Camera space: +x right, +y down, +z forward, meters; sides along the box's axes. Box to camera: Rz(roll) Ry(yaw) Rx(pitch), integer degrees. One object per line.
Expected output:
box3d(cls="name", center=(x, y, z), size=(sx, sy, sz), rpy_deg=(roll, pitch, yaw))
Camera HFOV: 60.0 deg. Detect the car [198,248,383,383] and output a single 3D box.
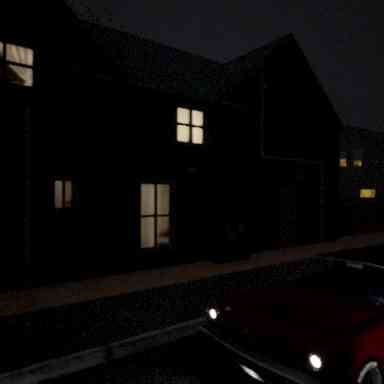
box3d(cls="car", center=(2.421, 1.594, 4.808), size=(4.718, 1.301, 1.895), rpy_deg=(0, 0, -36))
